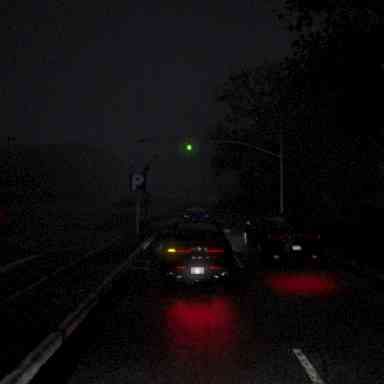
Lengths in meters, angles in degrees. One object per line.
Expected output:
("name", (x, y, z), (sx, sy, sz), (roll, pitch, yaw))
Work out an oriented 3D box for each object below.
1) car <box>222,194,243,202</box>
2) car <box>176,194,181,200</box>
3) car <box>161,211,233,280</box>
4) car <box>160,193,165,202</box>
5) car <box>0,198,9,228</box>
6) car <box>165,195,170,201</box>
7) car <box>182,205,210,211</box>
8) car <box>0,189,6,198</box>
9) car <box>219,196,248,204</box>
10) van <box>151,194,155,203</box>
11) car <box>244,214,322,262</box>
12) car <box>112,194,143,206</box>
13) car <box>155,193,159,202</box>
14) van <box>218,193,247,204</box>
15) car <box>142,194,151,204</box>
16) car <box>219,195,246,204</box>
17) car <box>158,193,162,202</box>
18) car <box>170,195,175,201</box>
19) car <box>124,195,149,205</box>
("car", (9.488, 1.427, 77.970), (4.553, 1.767, 2.185), (1, 0, -12))
("car", (-6.579, 1.672, 93.591), (5.008, 1.535, 2.097), (-1, 0, -11))
("car", (0.142, 1.562, 10.095), (1.837, 1.490, 4.892), (0, 0, 0))
("car", (-9.239, 1.648, 75.665), (4.674, 1.452, 2.002), (-1, -1, -13))
("car", (-13.621, 1.476, 19.909), (4.553, 1.767, 2.185), (-1, 0, -19))
("car", (-8.421, 1.669, 81.647), (4.674, 1.452, 2.002), (-1, 0, -12))
("car", (0.302, 1.647, 23.218), (1.812, 1.442, 4.674), (0, 0, 1))
("car", (-28.147, 0.320, 48.594), (2.002, 1.452, 4.674), (6, -3, -19))
("car", (8.228, 1.517, 66.264), (5.366, 1.575, 1.946), (1, 0, -13))
("van", (-10.215, 1.347, 66.699), (4.442, 1.987, 1.878), (-1, -1, -14))
("car", (3.161, 1.546, 12.454), (1.882, 1.535, 5.008), (0, 0, 0))
("car", (-11.422, 1.577, 57.714), (4.792, 1.488, 2.163), (-1, 0, -15))
("car", (-9.986, 1.587, 69.669), (4.892, 1.521, 2.231), (-1, -1, -14))
("van", (7.306, 1.273, 60.302), (4.442, 1.987, 1.878), (1, 0, -14))
("car", (-10.776, 1.546, 60.706), (5.366, 1.575, 1.946), (-1, -1, -15))
("car", (7.691, 1.383, 63.271), (4.553, 1.767, 2.185), (1, 0, -14))
("car", (-9.612, 1.637, 72.664), (4.674, 1.452, 2.002), (-1, 0, -13))
("car", (-7.969, 1.389, 84.654), (5.566, 2.045, 2.435), (-1, -1, -12))
("car", (-10.682, 1.438, 63.658), (4.553, 1.767, 2.185), (-1, -1, -14))
